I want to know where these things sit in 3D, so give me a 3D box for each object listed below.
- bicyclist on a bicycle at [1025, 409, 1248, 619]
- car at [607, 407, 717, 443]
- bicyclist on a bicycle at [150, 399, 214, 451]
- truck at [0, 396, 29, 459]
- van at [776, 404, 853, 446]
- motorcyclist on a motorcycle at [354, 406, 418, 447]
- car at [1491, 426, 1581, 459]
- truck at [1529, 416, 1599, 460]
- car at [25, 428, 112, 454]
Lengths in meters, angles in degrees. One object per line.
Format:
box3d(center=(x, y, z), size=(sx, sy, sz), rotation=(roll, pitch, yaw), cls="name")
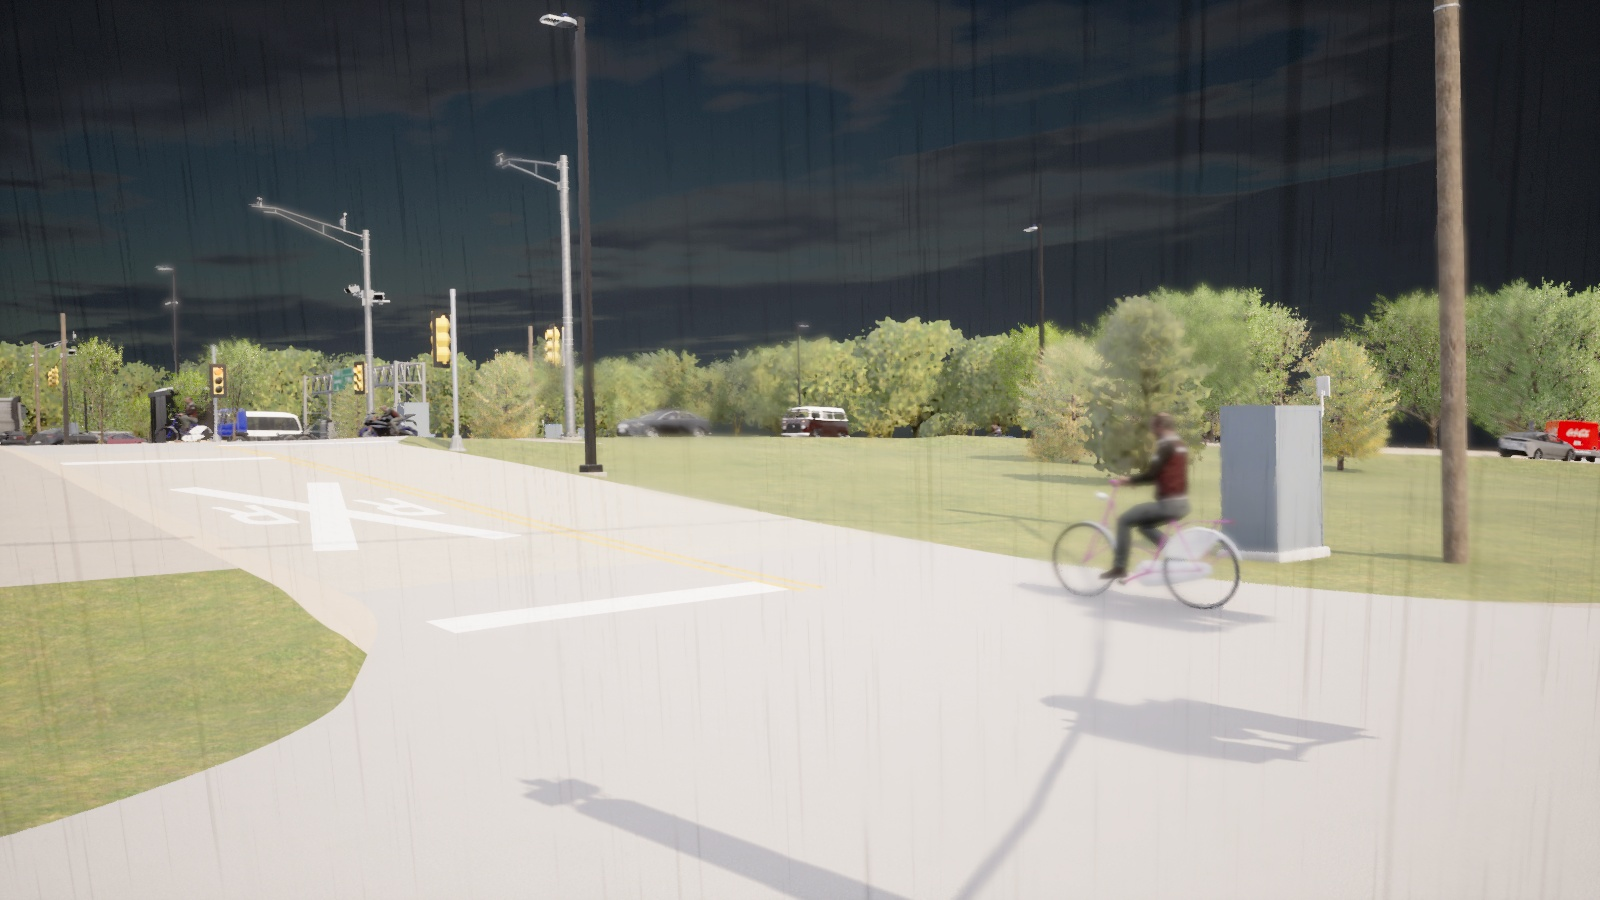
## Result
box3d(center=(3.058, 0.526, 11.534), size=(1.843, 1.776, 0.659), rotation=(2, 2, 40), cls="bicyclist on a bicycle")
box3d(center=(-6.367, -1.122, 58.399), size=(2.128, 1.511, 4.902), rotation=(-1, -1, 43), cls="car")
box3d(center=(-21.575, -0.889, 43.852), size=(1.843, 1.776, 0.659), rotation=(-2, 1, -44), cls="bicyclist on a bicycle")
box3d(center=(-46.064, -1.217, 71.871), size=(2.891, 3.462, 7.936), rotation=(-2, 1, -34), cls="truck")
box3d(center=(0.821, -1.311, 67.665), size=(2.069, 2.038, 4.480), rotation=(-1, -1, 34), cls="van")
box3d(center=(-16.281, -0.918, 49.380), size=(2.191, 1.530, 0.866), rotation=(-1, -1, -30), cls="motorcyclist on a motorcycle")
box3d(center=(38.940, -0.378, 66.420), size=(4.514, 1.525, 2.007), rotation=(0, 6, -30), cls="car")
box3d(center=(47.262, -0.715, 77.658), size=(2.627, 2.467, 5.204), rotation=(4, 1, 18), cls="truck")
box3d(center=(-49.554, -0.616, 85.206), size=(2.152, 1.651, 5.027), rotation=(-1, 0, 16), cls="car")
